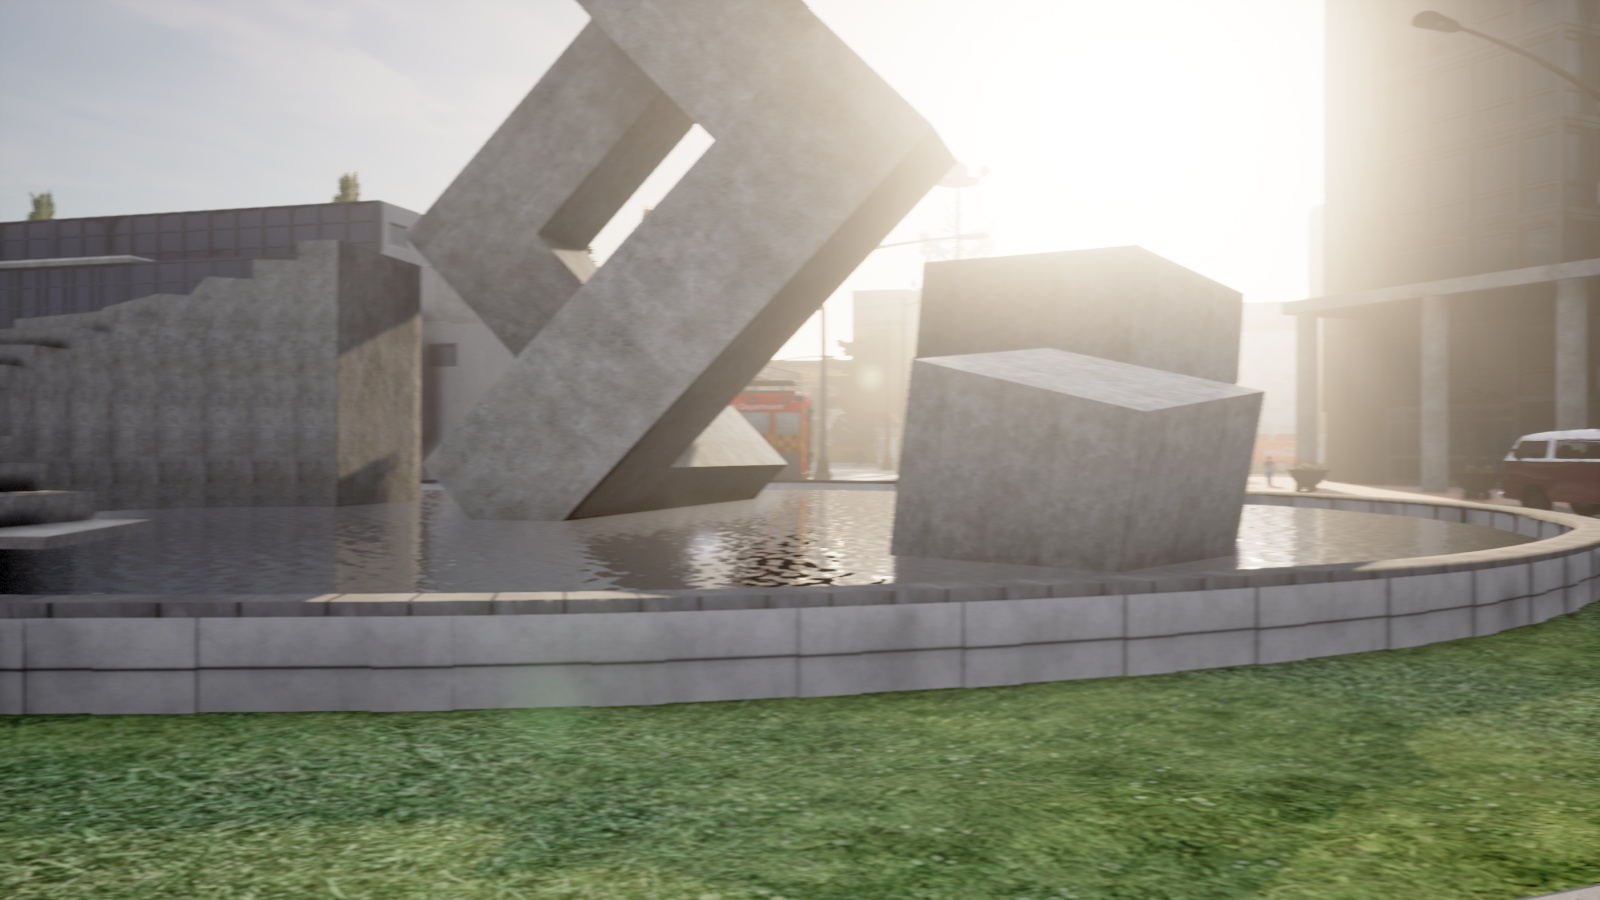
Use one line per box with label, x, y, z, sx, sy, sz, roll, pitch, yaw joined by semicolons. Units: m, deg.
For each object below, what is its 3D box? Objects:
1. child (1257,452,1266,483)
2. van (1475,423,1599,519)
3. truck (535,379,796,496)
child;18.325;0.692;49.854;0.270;1.263;0.437;0;0;12
van;17.698;0.458;27.955;2.069;2.038;4.480;0;0;-20
truck;-4.472;-0.404;42.909;8.468;3.827;2.891;0;0;4
